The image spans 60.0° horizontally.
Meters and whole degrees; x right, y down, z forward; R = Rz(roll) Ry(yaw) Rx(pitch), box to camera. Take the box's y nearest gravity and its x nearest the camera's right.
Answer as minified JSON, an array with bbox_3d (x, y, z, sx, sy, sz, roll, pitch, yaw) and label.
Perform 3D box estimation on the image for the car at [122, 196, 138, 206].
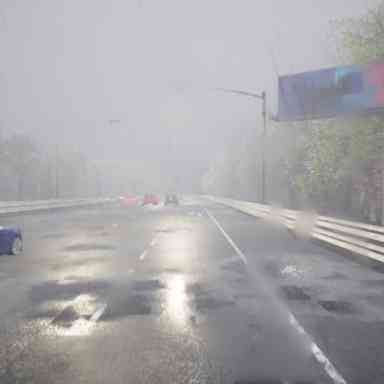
[{"bbox_3d":[-10.368,1.389,55.777,2.097,1.767,4.553,0,0,0],"label":"car"}]

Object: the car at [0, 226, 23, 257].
[{"bbox_3d":[-6.972,1.455,9.896,1.882,1.535,5.008,0,0,0],"label":"car"}]

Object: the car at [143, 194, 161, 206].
[{"bbox_3d":[-6.866,1.276,55.832,2.150,2.045,5.566,0,0,0],"label":"car"}]

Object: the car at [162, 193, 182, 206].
[{"bbox_3d":[-3.366,1.293,55.763,2.150,2.045,5.566,0,0,0],"label":"car"}]
